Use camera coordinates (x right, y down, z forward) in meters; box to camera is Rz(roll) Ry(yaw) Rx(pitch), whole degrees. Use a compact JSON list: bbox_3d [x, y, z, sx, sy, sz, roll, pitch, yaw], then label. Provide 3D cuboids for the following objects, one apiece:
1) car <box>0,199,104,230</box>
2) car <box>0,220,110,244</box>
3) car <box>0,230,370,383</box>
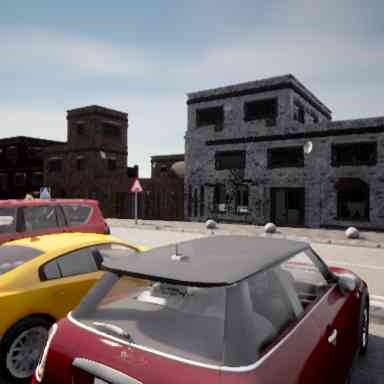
[{"bbox_3d":[-4.278,1.206,7.147,2.435,2.045,5.566,-1,0,34],"label":"car"},{"bbox_3d":[-1.839,1.444,5.544,2.097,1.535,5.008,0,0,34],"label":"car"},{"bbox_3d":[0.670,1.305,3.835,2.185,1.767,4.553,0,0,34],"label":"car"}]
